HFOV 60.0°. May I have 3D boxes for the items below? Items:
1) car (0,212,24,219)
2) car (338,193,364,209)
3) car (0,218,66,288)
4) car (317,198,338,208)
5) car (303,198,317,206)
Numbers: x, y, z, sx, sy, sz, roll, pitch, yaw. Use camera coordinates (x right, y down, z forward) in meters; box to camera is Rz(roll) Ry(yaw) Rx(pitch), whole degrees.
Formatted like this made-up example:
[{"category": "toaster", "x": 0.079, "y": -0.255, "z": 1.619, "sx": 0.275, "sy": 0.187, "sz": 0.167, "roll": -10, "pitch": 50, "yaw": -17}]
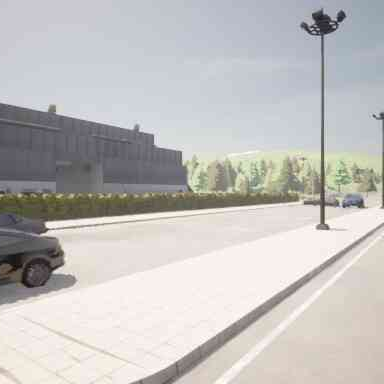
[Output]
[{"category": "car", "x": -8.868, "y": 1.547, "z": 14.000, "sx": 2.033, "sy": 1.411, "sz": 5.357, "roll": 0, "pitch": 0, "yaw": 35}, {"category": "car", "x": 22.139, "y": 1.222, "z": 45.598, "sx": 2.150, "sy": 2.045, "sz": 5.566, "roll": 0, "pitch": 0, "yaw": 35}, {"category": "car", "x": -5.079, "y": 1.526, "z": 7.247, "sx": 1.812, "sy": 1.442, "sz": 4.674, "roll": 0, "pitch": 0, "yaw": 36}, {"category": "car", "x": 20.785, "y": 1.547, "z": 49.754, "sx": 2.033, "sy": 1.411, "sz": 5.357, "roll": 0, "pitch": 0, "yaw": 35}, {"category": "car", "x": 19.503, "y": 1.601, "z": 54.005, "sx": 1.895, "sy": 1.301, "sz": 4.718, "roll": 0, "pitch": 0, "yaw": 35}]
